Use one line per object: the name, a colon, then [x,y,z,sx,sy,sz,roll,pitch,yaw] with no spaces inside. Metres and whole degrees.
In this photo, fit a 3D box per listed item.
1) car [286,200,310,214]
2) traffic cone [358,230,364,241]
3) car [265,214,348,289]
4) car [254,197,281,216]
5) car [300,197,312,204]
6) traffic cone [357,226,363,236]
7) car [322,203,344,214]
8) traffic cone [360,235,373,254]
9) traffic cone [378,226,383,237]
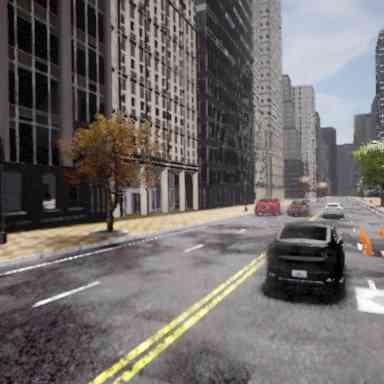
car: [11.577,1.693,36.084,2.097,1.767,4.553,-1,-1,24]
traffic cone: [7.569,2.071,14.556,0.340,0.580,0.340,-1,-1,24]
car: [3.381,1.593,9.604,1.837,1.490,4.892,-1,-1,24]
car: [8.568,1.600,37.325,2.150,2.045,5.566,-1,-1,24]
car: [25.745,1.852,75.057,2.033,1.411,5.357,-1,-1,24]
traffic cone: [8.394,2.086,16.378,0.340,0.580,0.340,-1,-1,24]
car: [14.519,1.821,34.219,1.812,1.442,4.674,-1,-1,24]
traffic cone: [6.745,2.056,12.734,0.340,0.580,0.340,-1,-1,24]
traffic cone: [10.129,2.089,17.788,0.340,0.580,0.340,-1,-1,24]
